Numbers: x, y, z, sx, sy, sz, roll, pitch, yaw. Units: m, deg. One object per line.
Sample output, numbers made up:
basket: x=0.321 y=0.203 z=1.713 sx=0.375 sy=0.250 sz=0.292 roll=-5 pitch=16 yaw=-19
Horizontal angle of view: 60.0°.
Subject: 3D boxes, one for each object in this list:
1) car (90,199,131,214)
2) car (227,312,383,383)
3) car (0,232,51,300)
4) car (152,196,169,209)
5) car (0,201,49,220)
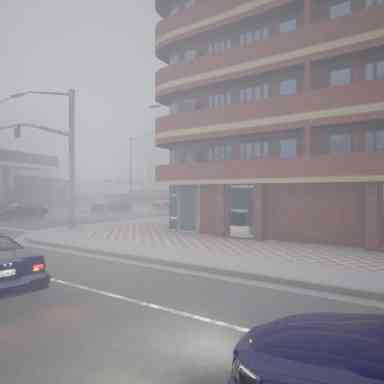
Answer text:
car: x=-8.828 y=1.477 z=36.334 sx=1.882 sy=1.535 sz=5.008 roll=0 pitch=0 yaw=34
car: x=2.476 y=1.526 z=2.225 sx=4.674 sy=1.442 sz=1.812 roll=0 pitch=0 yaw=35
car: x=-5.380 y=1.547 z=7.717 sx=5.357 sy=1.411 sz=2.033 roll=0 pitch=0 yaw=38
car: x=-3.294 y=1.353 z=44.456 sx=2.097 sy=1.767 sz=4.553 roll=0 pitch=0 yaw=35
car: x=-14.478 y=1.526 z=28.007 sx=1.812 sy=1.442 sz=4.674 roll=0 pitch=0 yaw=34
